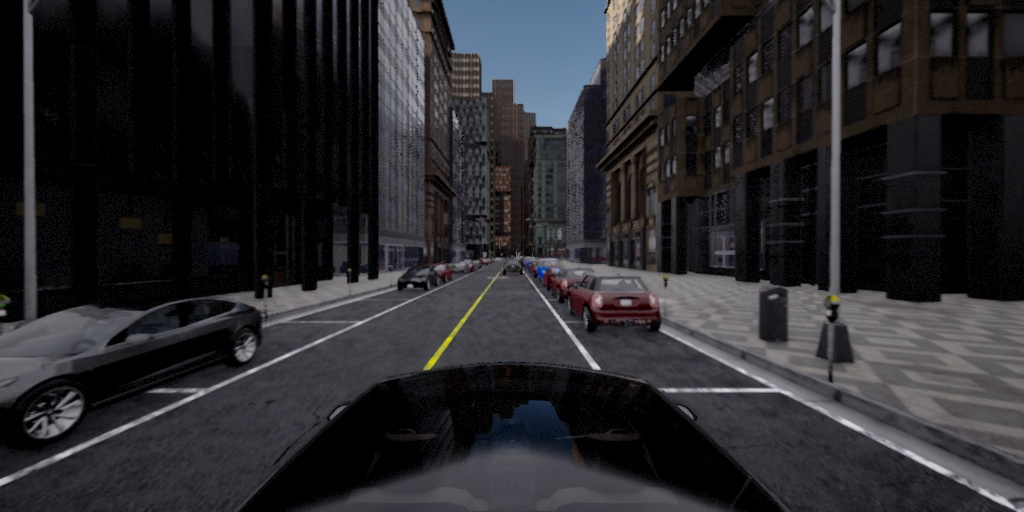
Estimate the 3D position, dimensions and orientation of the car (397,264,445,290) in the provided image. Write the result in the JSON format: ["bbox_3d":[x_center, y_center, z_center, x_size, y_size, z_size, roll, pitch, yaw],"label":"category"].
[{"bbox_3d":[-5.671,1.307,22.185,1.948,1.339,4.313,0,0,0],"label":"car"}]

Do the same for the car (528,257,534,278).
[{"bbox_3d":[2.853,1.175,33.488,1.967,1.591,4.097,0,0,0],"label":"car"}]

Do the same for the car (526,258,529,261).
[{"bbox_3d":[2.851,1.297,44.785,1.948,1.339,4.313,0,0,0],"label":"car"}]

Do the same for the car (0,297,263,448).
[{"bbox_3d":[-5.669,1.314,5.239,1.948,1.339,4.313,0,0,0],"label":"car"}]

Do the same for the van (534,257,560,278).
[{"bbox_3d":[2.853,1.078,27.839,1.690,1.789,3.998,0,0,0],"label":"van"}]

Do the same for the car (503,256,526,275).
[{"bbox_3d":[0.095,1.089,39.351,2.097,1.767,4.553,0,0,0],"label":"car"}]

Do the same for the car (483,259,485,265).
[{"bbox_3d":[-5.676,1.310,56.078,1.802,1.307,4.207,0,0,0],"label":"car"}]

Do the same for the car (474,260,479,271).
[{"bbox_3d":[-5.674,1.172,44.780,1.967,1.591,4.097,0,0,0],"label":"car"}]

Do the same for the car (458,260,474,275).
[{"bbox_3d":[-5.674,1.284,39.131,2.007,1.370,4.403,0,0,0],"label":"car"}]

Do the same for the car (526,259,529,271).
[{"bbox_3d":[2.852,1.278,39.136,1.888,1.381,4.507,0,0,0],"label":"car"}]

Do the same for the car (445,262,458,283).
[{"bbox_3d":[-5.672,1.283,27.834,1.888,1.381,4.507,0,0,0],"label":"car"}]

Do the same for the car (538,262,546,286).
[{"bbox_3d":[2.854,1.285,22.190,1.888,1.381,4.507,0,0,0],"label":"car"}]

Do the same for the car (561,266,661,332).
[{"bbox_3d":[2.855,1.185,10.894,1.967,1.591,4.097,0,0,0],"label":"car"}]

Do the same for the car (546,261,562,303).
[{"bbox_3d":[2.855,1.182,16.542,1.967,1.591,4.097,0,0,0],"label":"car"}]

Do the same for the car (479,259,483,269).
[{"bbox_3d":[-5.675,1.280,50.429,2.007,1.370,4.403,0,0,0],"label":"car"}]
